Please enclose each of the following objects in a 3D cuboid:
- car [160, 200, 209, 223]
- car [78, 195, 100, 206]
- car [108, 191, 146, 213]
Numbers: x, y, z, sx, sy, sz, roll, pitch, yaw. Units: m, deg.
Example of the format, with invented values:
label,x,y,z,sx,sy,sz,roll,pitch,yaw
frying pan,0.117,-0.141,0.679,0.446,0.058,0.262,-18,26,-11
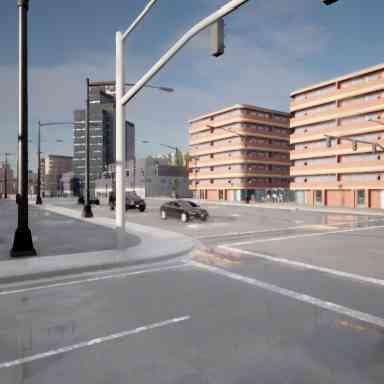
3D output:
label,x,y,z,sx,sy,sz,roll,pitch,yaw
car,-0.655,1.373,24.866,1.837,1.490,4.892,0,1,-34
car,-13.693,1.054,44.014,1.994,1.385,4.181,0,1,-34
car,-6.666,0.932,33.688,2.150,2.045,5.566,0,1,-34
